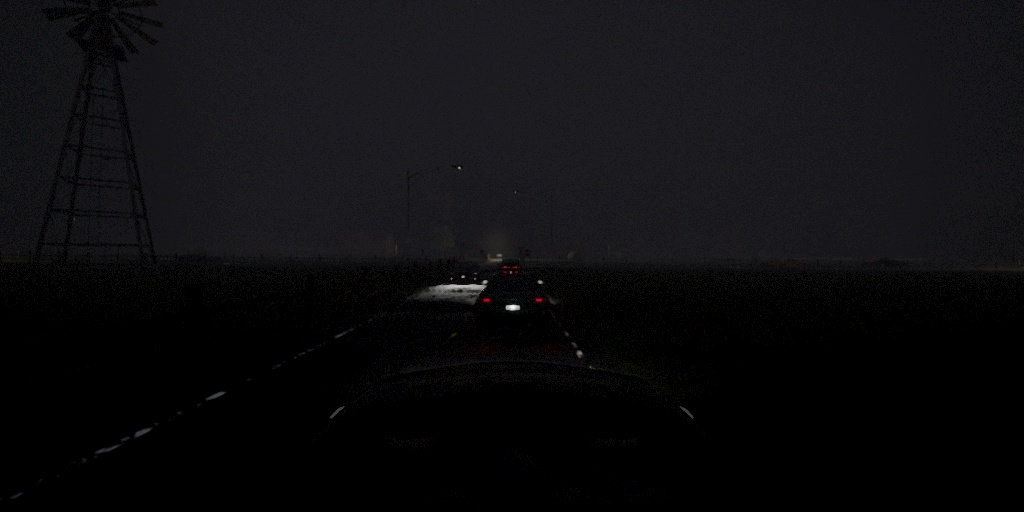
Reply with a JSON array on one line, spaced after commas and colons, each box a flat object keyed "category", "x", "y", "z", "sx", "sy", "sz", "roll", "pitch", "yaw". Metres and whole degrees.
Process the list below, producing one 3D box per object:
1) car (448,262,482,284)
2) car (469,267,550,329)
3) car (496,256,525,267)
[{"category": "car", "x": -2.996, "y": 1.066, "z": 23.930, "sx": 1.994, "sy": 1.385, "sz": 4.181, "roll": 0, "pitch": 1, "yaw": 0}, {"category": "car", "x": 0.019, "y": 1.214, "z": 10.833, "sx": 1.994, "sy": 1.385, "sz": 4.181, "roll": 0, "pitch": 1, "yaw": 0}, {"category": "car", "x": -0.092, "y": 0.959, "z": 28.116, "sx": 1.837, "sy": 1.490, "sz": 4.892, "roll": 0, "pitch": 1, "yaw": 0}]
